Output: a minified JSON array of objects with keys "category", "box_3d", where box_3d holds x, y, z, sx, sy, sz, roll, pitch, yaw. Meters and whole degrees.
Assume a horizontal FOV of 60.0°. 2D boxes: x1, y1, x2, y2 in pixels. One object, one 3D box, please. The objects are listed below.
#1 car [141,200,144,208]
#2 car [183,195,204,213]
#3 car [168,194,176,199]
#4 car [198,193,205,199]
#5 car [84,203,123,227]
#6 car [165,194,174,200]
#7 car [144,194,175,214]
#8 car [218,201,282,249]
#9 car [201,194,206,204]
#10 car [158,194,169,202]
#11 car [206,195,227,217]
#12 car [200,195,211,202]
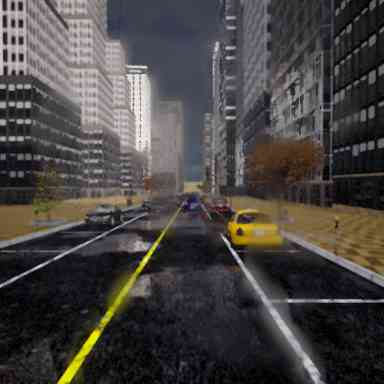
[{"category":"car","box_3d":[-5.687,1.343,44.301,2.008,1.369,4.403,-1,0,0]},{"category":"car","box_3d":[0.050,1.359,34.941,1.812,1.442,4.674,0,0,0]},{"category":"car","box_3d":[-5.671,1.177,94.925,1.802,1.307,4.206,-1,0,0]},{"category":"car","box_3d":[2.708,1.119,95.092,1.752,1.417,4.829,-1,0,0]},{"category":"car","box_3d":[-5.695,1.443,21.802,2.008,1.369,4.403,-1,0,0]},{"category":"car","box_3d":[-5.675,1.180,83.676,1.887,1.381,4.507,-1,0,0]},{"category":"car","box_3d":[-3.082,1.195,32.540,2.097,1.767,4.553,0,0,0]},{"category":"car","box_3d":[2.355,1.385,14.114,1.801,1.575,5.366,0,0,0]},{"category":"car","box_3d":[2.696,1.269,55.720,1.752,1.417,4.829,-1,0,0]},{"category":"car","box_3d":[-5.683,1.140,66.801,1.967,1.590,4.097,-1,0,0]},{"category":"car","box_3d":[2.687,1.281,33.049,1.967,1.590,4.097,-1,0,0]},{"category":"car","box_3d":[2.700,1.265,66.798,1.947,1.339,4.313,-1,0,0]}]
